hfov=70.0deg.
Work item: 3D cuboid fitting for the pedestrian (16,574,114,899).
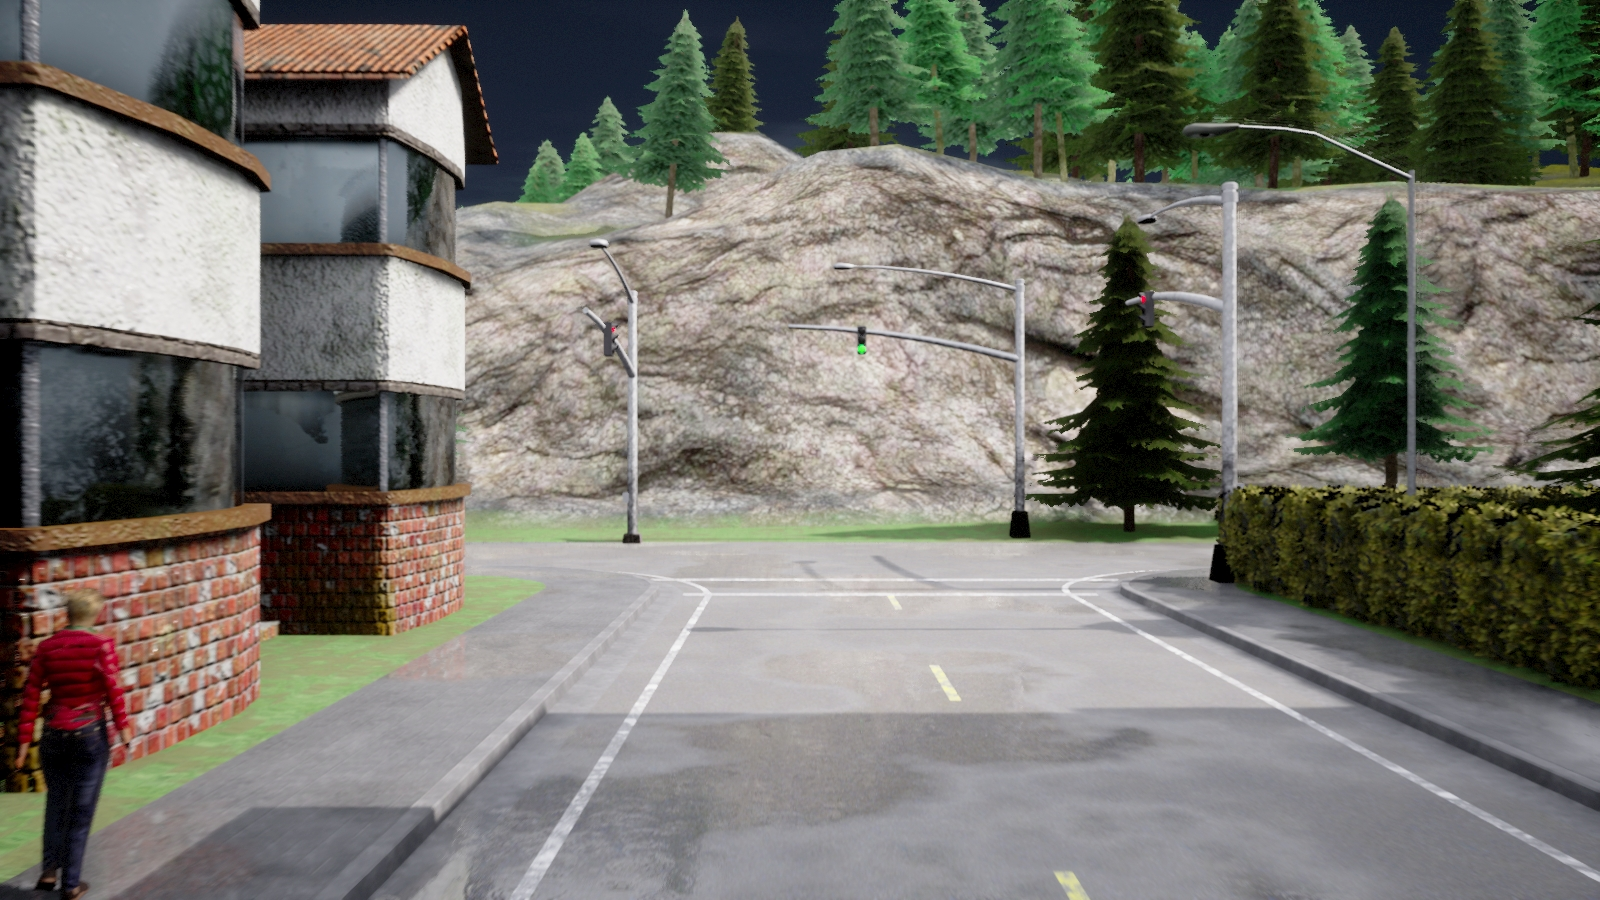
[{"bbox_3d":[-4.270,1.678,6.652,0.375,1.860,0.375,0,0,-13],"label":"pedestrian"}]
